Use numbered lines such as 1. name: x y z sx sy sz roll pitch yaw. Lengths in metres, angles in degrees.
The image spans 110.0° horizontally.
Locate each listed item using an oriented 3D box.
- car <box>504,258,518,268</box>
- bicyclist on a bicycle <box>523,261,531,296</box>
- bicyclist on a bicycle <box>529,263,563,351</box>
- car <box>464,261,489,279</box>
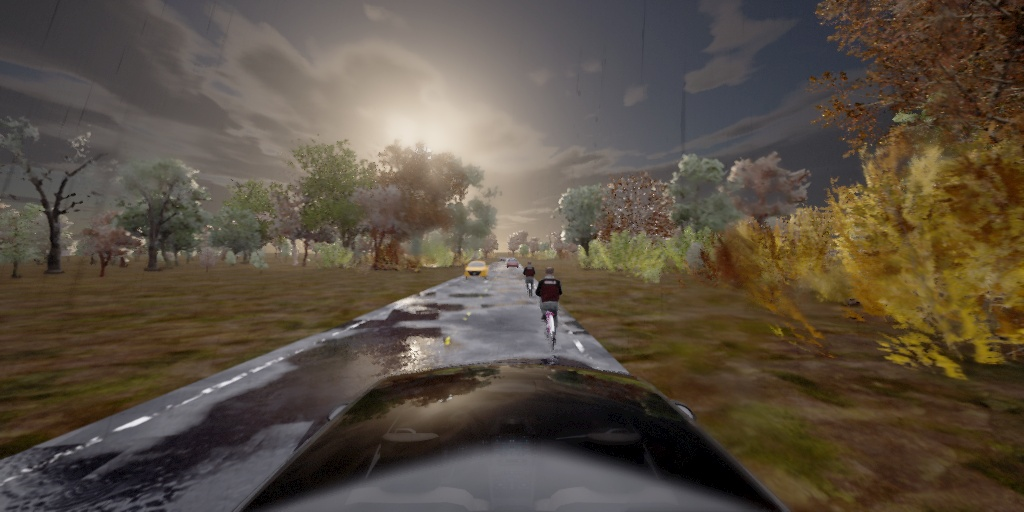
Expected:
1. car: 0.096 1.280 61.804 1.994 1.385 4.181 0 0 0
2. bicyclist on a bicycle: 0.825 1.119 17.105 0.659 1.776 1.843 0 0 0
3. bicyclist on a bicycle: 0.826 1.121 8.106 0.659 1.776 1.843 0 0 0
4. car: -3.103 1.219 32.285 1.882 1.535 5.008 0 0 0
